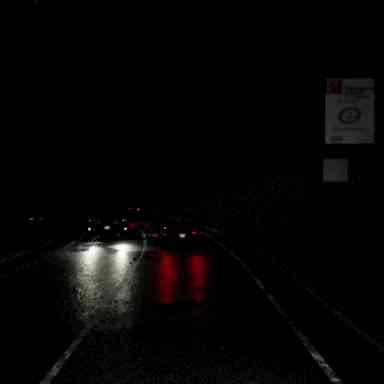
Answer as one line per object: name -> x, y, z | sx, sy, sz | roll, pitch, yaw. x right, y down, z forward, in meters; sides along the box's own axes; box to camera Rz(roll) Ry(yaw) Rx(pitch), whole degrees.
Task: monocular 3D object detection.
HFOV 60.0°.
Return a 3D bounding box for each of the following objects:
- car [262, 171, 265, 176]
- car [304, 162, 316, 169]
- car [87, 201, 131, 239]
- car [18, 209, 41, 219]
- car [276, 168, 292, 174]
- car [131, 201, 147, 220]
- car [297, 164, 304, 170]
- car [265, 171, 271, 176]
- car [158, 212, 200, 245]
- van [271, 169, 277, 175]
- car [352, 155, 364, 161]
car -> 20.292, -4.608, 88.933 | 2.435, 2.045, 5.566 | 0, 0, -1
car -> 21.102, -4.282, 55.879 | 2.185, 1.767, 4.553 | 0, 0, -1
car -> -4.913, 1.536, 19.764 | 2.150, 2.045, 5.566 | 0, -1, -12
car -> -26.561, 3.594, 54.392 | 5.008, 1.535, 1.882 | -4, -2, 38
car -> 20.696, -4.277, 72.411 | 2.231, 1.521, 4.892 | 0, 0, -1
car -> -6.574, 1.976, 35.821 | 2.150, 2.045, 5.566 | 0, -2, -26
car -> 20.967, -4.327, 61.397 | 2.185, 1.767, 4.553 | 0, 0, -1
car -> 20.427, -4.296, 83.448 | 2.002, 1.452, 4.674 | 0, 0, -1
car -> -0.710, 1.750, 16.739 | 1.812, 1.442, 4.674 | 0, -1, -7
van -> 20.565, -4.535, 77.806 | 1.878, 1.987, 4.442 | 0, 0, -1
car -> 21.375, -4.184, 44.713 | 2.185, 1.767, 4.553 | 0, 0, -1
